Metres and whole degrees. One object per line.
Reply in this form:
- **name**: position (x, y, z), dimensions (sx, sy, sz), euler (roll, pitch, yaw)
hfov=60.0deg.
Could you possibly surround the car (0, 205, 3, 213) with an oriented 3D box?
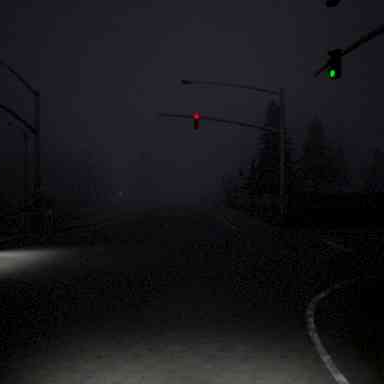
- **car**: position (-17.664, 1.249, 27.490), dimensions (2.007, 1.523, 4.514), euler (0, 0, 0)

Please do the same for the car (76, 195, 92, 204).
- **car**: position (-17.382, 1.199, 53.522), dimensions (1.845, 1.501, 3.633), euler (0, 0, 0)

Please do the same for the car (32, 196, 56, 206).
- **car**: position (-20.445, 1.233, 46.135), dimensions (1.970, 1.475, 3.806), euler (0, 0, 0)

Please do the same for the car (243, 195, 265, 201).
- **car**: position (13.112, 1.110, 70.563), dimensions (4.553, 1.767, 2.097), euler (0, 0, 1)
